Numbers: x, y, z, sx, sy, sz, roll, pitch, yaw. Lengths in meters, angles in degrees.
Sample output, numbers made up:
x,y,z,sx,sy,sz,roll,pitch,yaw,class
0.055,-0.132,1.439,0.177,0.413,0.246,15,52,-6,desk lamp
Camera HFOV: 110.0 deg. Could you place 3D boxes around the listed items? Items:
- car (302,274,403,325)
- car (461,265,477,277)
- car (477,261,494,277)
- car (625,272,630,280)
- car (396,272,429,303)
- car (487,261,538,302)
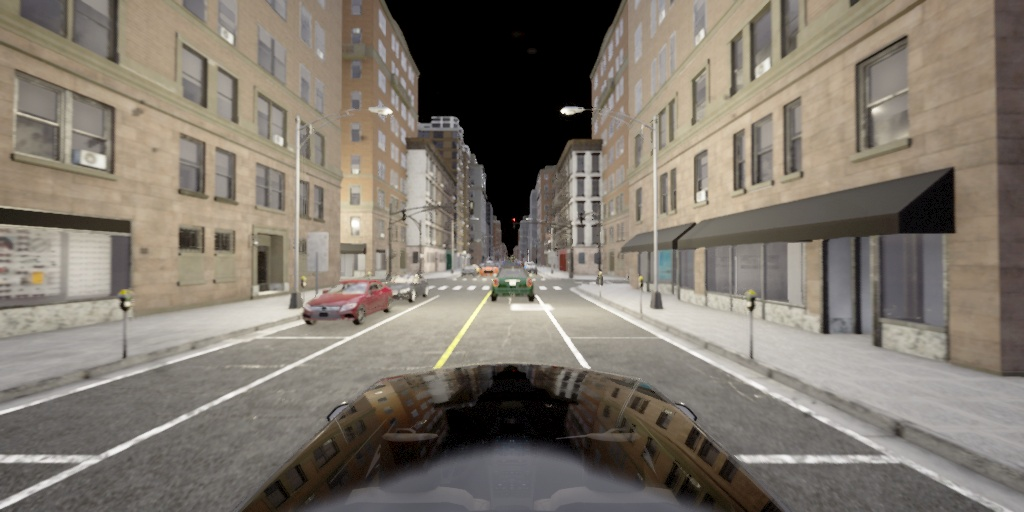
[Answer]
x,y,z,sx,sy,sz,roll,pitch,yaw,class
-5.381,1.470,12.338,1.802,1.307,4.207,0,0,0,car
-5.358,1.859,44.893,2.007,1.370,4.403,0,0,0,car
-2.795,1.656,44.381,2.097,1.767,4.553,0,-1,0,car
13.052,1.732,33.245,4.902,1.511,2.128,0,-1,0,car
-5.376,1.513,18.019,2.007,1.370,4.403,0,0,0,car
0.054,1.326,18.869,2.097,1.767,4.553,0,-1,1,car
